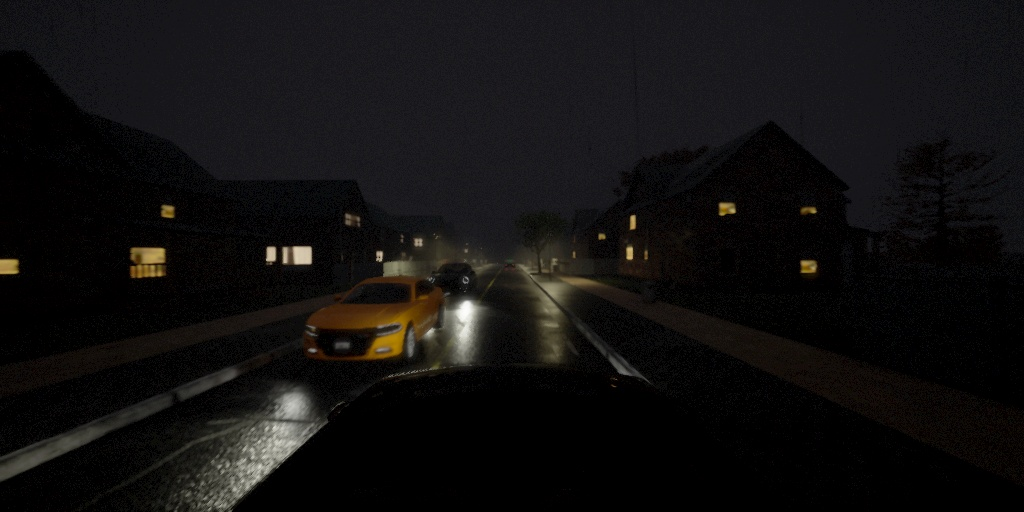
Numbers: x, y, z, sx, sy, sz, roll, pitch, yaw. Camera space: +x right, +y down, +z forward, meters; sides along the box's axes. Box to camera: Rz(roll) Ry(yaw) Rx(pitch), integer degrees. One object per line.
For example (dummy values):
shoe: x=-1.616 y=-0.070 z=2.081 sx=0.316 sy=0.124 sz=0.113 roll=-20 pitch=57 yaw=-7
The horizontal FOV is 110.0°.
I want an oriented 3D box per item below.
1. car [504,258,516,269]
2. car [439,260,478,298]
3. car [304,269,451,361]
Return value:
car: x=-0.388 y=1.544 z=63.286 sx=1.895 sy=1.301 sz=4.718 roll=0 pitch=0 yaw=0
car: x=-2.934 y=1.120 z=18.386 sx=2.097 sy=1.767 sz=4.553 roll=0 pitch=0 yaw=-1
car: x=-2.881 y=1.242 z=8.542 sx=1.882 sy=1.535 sz=5.008 roll=0 pitch=0 yaw=0
